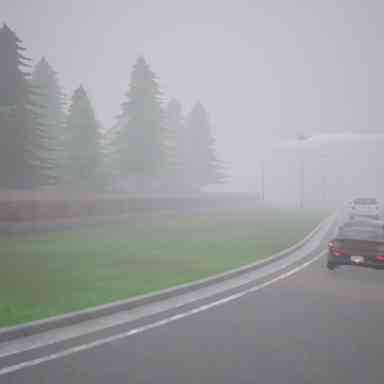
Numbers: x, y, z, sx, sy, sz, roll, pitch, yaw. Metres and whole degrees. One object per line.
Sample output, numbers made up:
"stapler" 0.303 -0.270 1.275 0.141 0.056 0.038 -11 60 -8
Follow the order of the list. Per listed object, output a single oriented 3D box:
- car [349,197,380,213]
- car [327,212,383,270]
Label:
"car" 15.013 1.470 29.029 2.150 2.045 5.566 0 -1 26
"car" 5.657 1.619 10.729 1.812 1.442 4.674 0 0 34
